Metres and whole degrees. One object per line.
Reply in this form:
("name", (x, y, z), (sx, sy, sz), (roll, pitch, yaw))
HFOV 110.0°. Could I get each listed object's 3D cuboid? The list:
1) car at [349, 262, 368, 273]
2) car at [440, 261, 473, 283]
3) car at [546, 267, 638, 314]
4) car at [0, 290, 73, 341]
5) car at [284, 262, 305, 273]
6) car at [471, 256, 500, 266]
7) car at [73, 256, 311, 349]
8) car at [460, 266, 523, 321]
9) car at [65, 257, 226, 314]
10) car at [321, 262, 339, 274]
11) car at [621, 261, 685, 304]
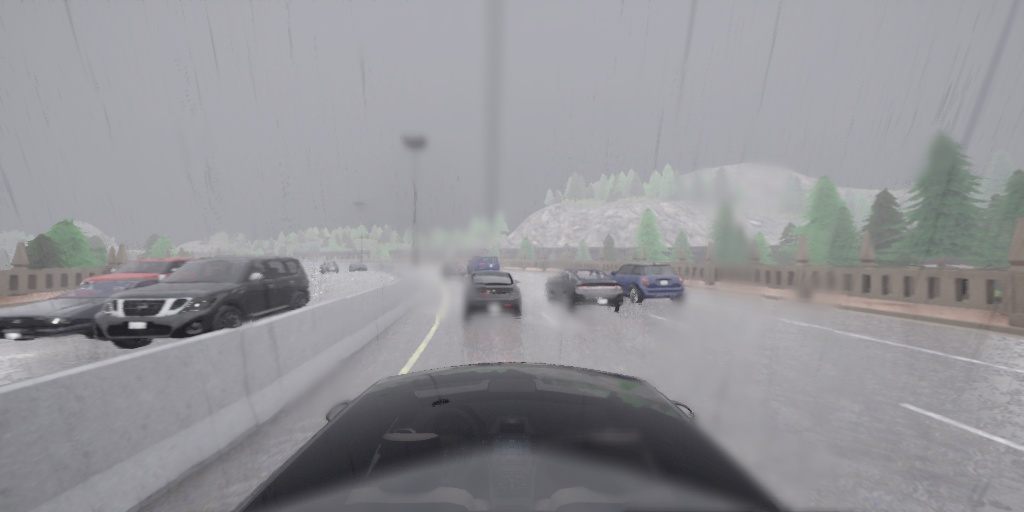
("car", (-21.628, 1.563, 50.304), (2.033, 1.411, 5.357), (-1, 0, -32))
("car", (-5.451, 1.387, 33.203), (2.033, 1.411, 5.357), (0, 0, -19))
("car", (2.611, 1.243, 13.824), (2.128, 1.511, 4.902), (0, 0, -7))
("car", (-11.196, 1.367, 10.478), (2.033, 1.411, 5.357), (0, 0, -7))
("car", (-32.875, 1.693, 54.059), (2.033, 1.411, 5.357), (-1, 0, -38))
("car", (-2.888, 1.047, 36.332), (2.150, 2.045, 5.566), (0, 0, -20))
("car", (-7.634, 1.021, 9.803), (2.150, 2.045, 5.566), (0, 0, -6))
("car", (-0.769, 1.272, 12.672), (1.837, 1.490, 4.892), (0, 0, -7))
("car", (-15.518, 1.083, 15.828), (2.150, 2.045, 5.566), (0, 0, -11))
("car", (-24.563, 1.533, 48.274), (2.128, 1.511, 4.902), (0, 0, -32))
("car", (5.764, 1.089, 16.381), (2.097, 1.767, 4.553), (0, 0, -8))
